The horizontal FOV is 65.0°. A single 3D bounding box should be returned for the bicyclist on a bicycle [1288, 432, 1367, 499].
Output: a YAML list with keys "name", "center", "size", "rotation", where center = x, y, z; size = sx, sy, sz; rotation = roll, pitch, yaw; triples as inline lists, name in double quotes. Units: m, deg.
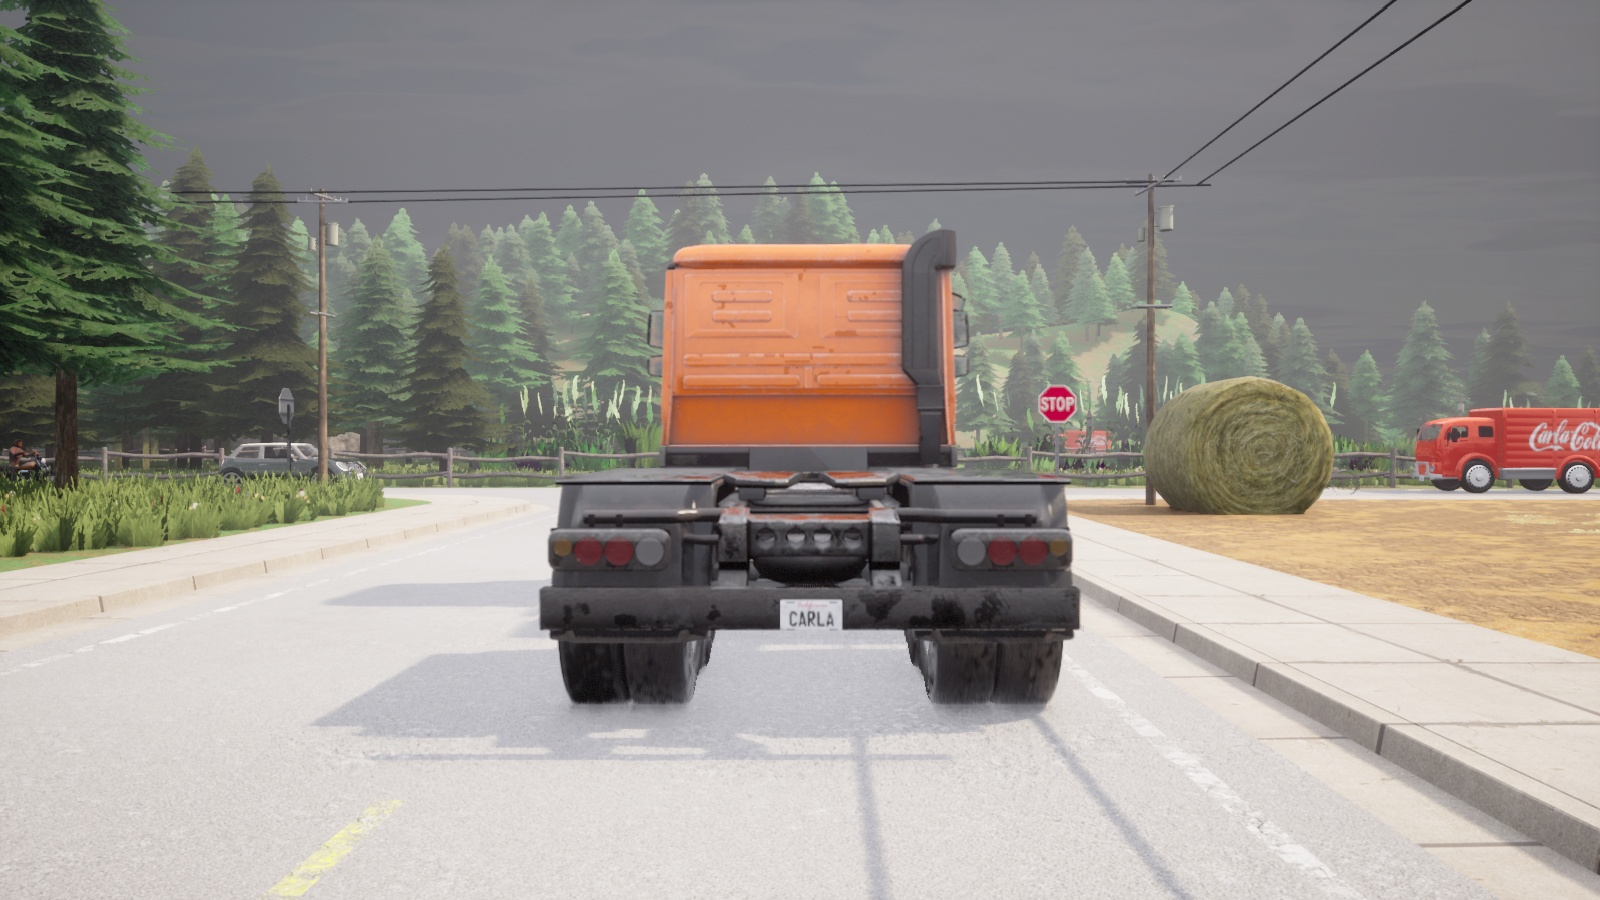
- name: "bicyclist on a bicycle"
  center: [14.135, 0.412, 33.682]
  size: [1.843, 1.776, 0.659]
  rotation: [0, 0, 3]

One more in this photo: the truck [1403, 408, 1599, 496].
- name: "truck"
  center: [20.899, 0.043, 36.819]
  size: [5.204, 2.467, 2.627]
  rotation: [0, 0, 3]

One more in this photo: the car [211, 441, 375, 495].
- name: "car"
  center: [-14.160, 0.475, 35.212]
  size: [3.806, 1.475, 1.970]
  rotation: [0, 0, 3]

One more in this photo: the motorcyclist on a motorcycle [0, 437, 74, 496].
- name: "motorcyclist on a motorcycle"
  center: [-21.975, 0.452, 35.622]
  size: [2.350, 1.649, 0.766]
  rotation: [0, 0, 2]

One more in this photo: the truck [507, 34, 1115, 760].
- name: "truck"
  center: [0.071, -0.287, 9.962]
  size: [2.891, 3.462, 7.936]
  rotation: [0, 1, 0]
